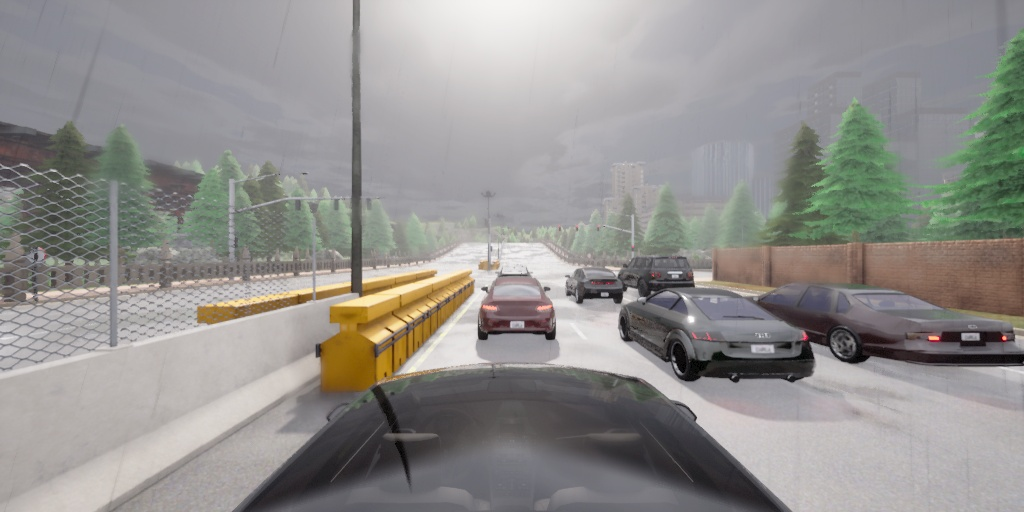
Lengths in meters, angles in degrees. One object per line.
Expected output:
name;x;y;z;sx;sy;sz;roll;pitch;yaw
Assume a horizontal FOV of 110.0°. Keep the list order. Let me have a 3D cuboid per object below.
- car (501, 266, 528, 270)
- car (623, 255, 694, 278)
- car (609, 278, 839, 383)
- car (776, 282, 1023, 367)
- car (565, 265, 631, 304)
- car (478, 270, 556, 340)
car;0.120;1.246;19.079;2.128;1.511;4.902;0;0;0
car;7.118;0.977;18.310;2.150;2.045;5.566;0;0;0
car;3.611;1.315;7.204;1.994;1.385;4.181;0;0;-1
car;7.108;1.299;8.068;2.033;1.411;5.357;0;0;0
car;3.616;1.259;16.371;1.837;1.490;4.892;0;0;0
car;0.110;1.278;9.834;1.812;1.442;4.674;0;0;0
